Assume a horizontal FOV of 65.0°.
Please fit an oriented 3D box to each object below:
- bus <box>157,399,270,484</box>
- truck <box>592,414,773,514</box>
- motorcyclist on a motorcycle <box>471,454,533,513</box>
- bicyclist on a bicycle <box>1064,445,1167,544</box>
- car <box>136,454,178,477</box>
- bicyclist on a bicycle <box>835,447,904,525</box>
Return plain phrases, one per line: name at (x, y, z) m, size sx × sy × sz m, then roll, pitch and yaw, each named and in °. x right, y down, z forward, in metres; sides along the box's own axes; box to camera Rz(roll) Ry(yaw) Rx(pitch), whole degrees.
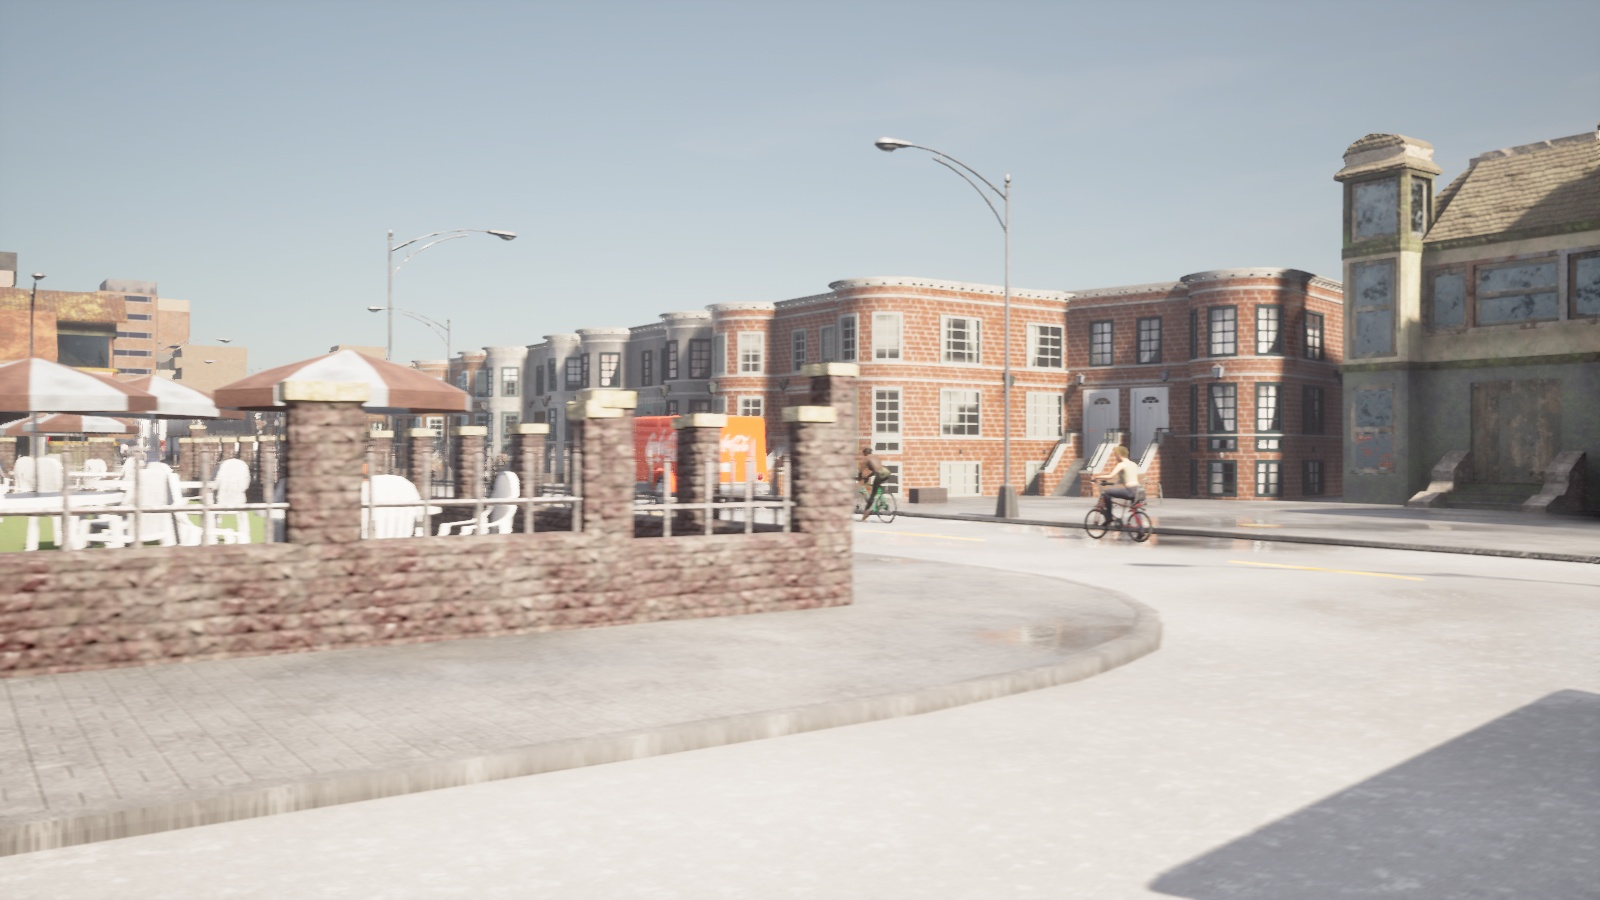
bus at (-32.046, -0.396, 68.293) m, size 3.944 × 4.253 × 10.273 m, roll 0°, pitch 0°, yaw -34°
truck at (-3.271, 0.348, 33.824) m, size 2.627 × 2.467 × 5.204 m, roll 0°, pitch 0°, yaw -35°
motorcyclist on a motorcycle at (-7.995, 0.879, 33.626) m, size 0.866 × 1.530 × 2.191 m, roll 0°, pitch 0°, yaw -34°
bicyclist on a bicycle at (5.349, 0.722, 21.357) m, size 0.866 × 1.612 × 1.509 m, roll 0°, pitch 0°, yaw -34°
car at (-43.342, 1.021, 84.570) m, size 1.882 × 1.535 × 5.008 m, roll 0°, pitch 0°, yaw -35°
bicyclist on a bicycle at (1.483, 0.761, 26.977) m, size 0.582 × 1.620 × 1.656 m, roll 0°, pitch -1°, yaw -35°
